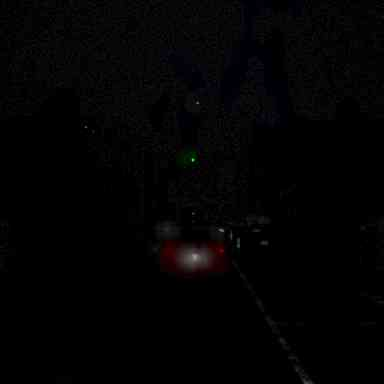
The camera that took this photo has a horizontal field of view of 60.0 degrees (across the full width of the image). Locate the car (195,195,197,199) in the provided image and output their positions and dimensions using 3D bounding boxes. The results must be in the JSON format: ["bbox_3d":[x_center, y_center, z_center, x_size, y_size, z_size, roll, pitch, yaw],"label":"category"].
[{"bbox_3d":[2.692,2.088,90.999,2.008,1.369,4.403,-1,0,0],"label":"car"}]

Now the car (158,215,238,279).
[{"bbox_3d":[0.082,1.621,10.254,1.994,1.385,4.181,0,0,0],"label":"car"}]

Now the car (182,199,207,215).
[{"bbox_3d":[0.114,1.645,30.255,1.882,1.535,5.008,0,0,0],"label":"car"}]

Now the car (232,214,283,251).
[{"bbox_3d":[2.632,1.630,14.295,2.008,1.369,4.403,-1,0,0],"label":"car"}]

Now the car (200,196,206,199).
[{"bbox_3d":[2.667,1.918,57.804,1.802,1.307,4.206,-1,0,0],"label":"car"}]

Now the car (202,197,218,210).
[{"bbox_3d":[2.657,1.814,46.740,1.887,1.381,4.507,-1,0,0],"label":"car"}]

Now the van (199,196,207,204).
[{"bbox_3d":[2.679,1.811,79.935,1.690,1.788,3.998,-1,0,0],"label":"van"}]

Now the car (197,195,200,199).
[{"bbox_3d":[2.677,1.877,74.402,1.967,1.590,4.097,-1,0,0],"label":"car"}]

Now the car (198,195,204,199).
[{"bbox_3d":[2.675,1.948,68.869,1.887,1.381,4.507,-1,0,0],"label":"car"}]
